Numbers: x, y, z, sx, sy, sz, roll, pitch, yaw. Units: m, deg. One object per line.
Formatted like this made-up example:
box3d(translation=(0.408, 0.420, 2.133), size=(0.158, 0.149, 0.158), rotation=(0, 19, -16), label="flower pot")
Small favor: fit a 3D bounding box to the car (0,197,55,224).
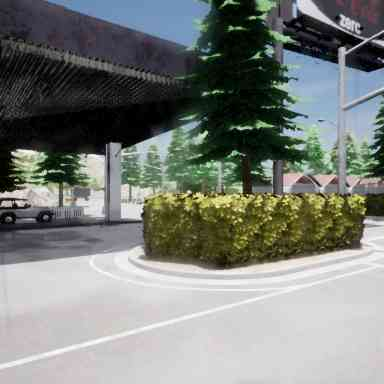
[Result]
box3d(translation=(-11.918, 1.313, 23.516), size=(3.866, 1.878, 1.905), rotation=(0, 0, -36), label="car")
